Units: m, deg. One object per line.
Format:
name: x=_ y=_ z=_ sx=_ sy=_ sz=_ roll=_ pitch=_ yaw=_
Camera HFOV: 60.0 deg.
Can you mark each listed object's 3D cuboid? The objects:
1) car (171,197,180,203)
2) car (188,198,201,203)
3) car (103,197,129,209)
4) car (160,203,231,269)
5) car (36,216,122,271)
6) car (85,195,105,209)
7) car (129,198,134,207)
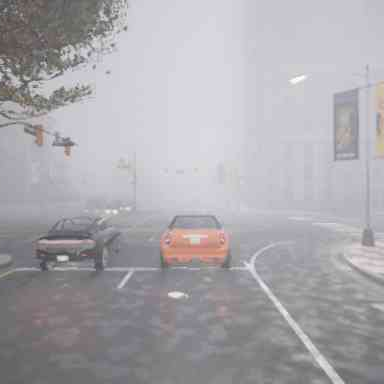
car: x=-3.889 y=1.858 z=76.951 sx=2.033 sy=1.411 sz=5.357 roll=0 pitch=0 yaw=-8
car: x=0.681 y=1.968 z=76.979 sx=1.994 sy=1.385 sz=4.181 roll=0 pitch=0 yaw=20
car: x=-11.513 y=1.824 z=50.659 sx=2.128 sy=1.511 sz=4.902 roll=0 pitch=0 yaw=0
car: x=0.098 y=1.428 z=11.640 sx=2.097 sy=1.767 sz=4.553 roll=0 pitch=0 yaw=0
car: x=-3.575 y=1.566 z=11.262 sx=2.128 sy=1.511 sz=4.902 roll=0 pitch=0 yaw=-3
car: x=-14.991 y=1.564 z=52.327 sx=2.150 sy=2.045 sz=5.566 roll=0 pitch=0 yaw=0
car: x=-11.505 y=1.886 z=60.185 sx=2.128 sy=1.511 sz=4.902 roll=0 pitch=0 yaw=0
